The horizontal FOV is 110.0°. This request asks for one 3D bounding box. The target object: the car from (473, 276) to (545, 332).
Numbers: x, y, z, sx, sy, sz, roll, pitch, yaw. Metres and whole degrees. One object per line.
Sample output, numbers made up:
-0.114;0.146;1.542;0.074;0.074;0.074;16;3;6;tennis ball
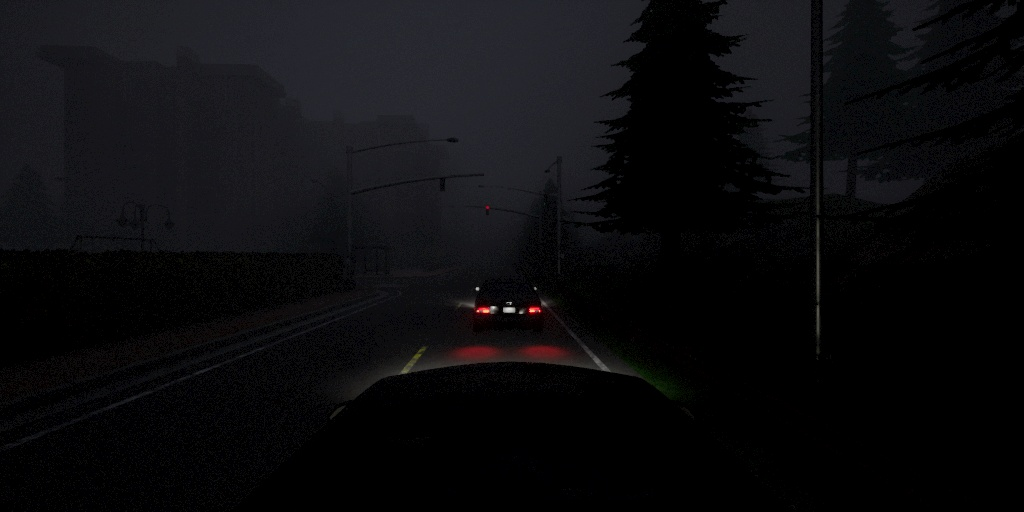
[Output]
-0.155;1.297;10.797;2.033;1.411;5.357;0;0;-2;car
